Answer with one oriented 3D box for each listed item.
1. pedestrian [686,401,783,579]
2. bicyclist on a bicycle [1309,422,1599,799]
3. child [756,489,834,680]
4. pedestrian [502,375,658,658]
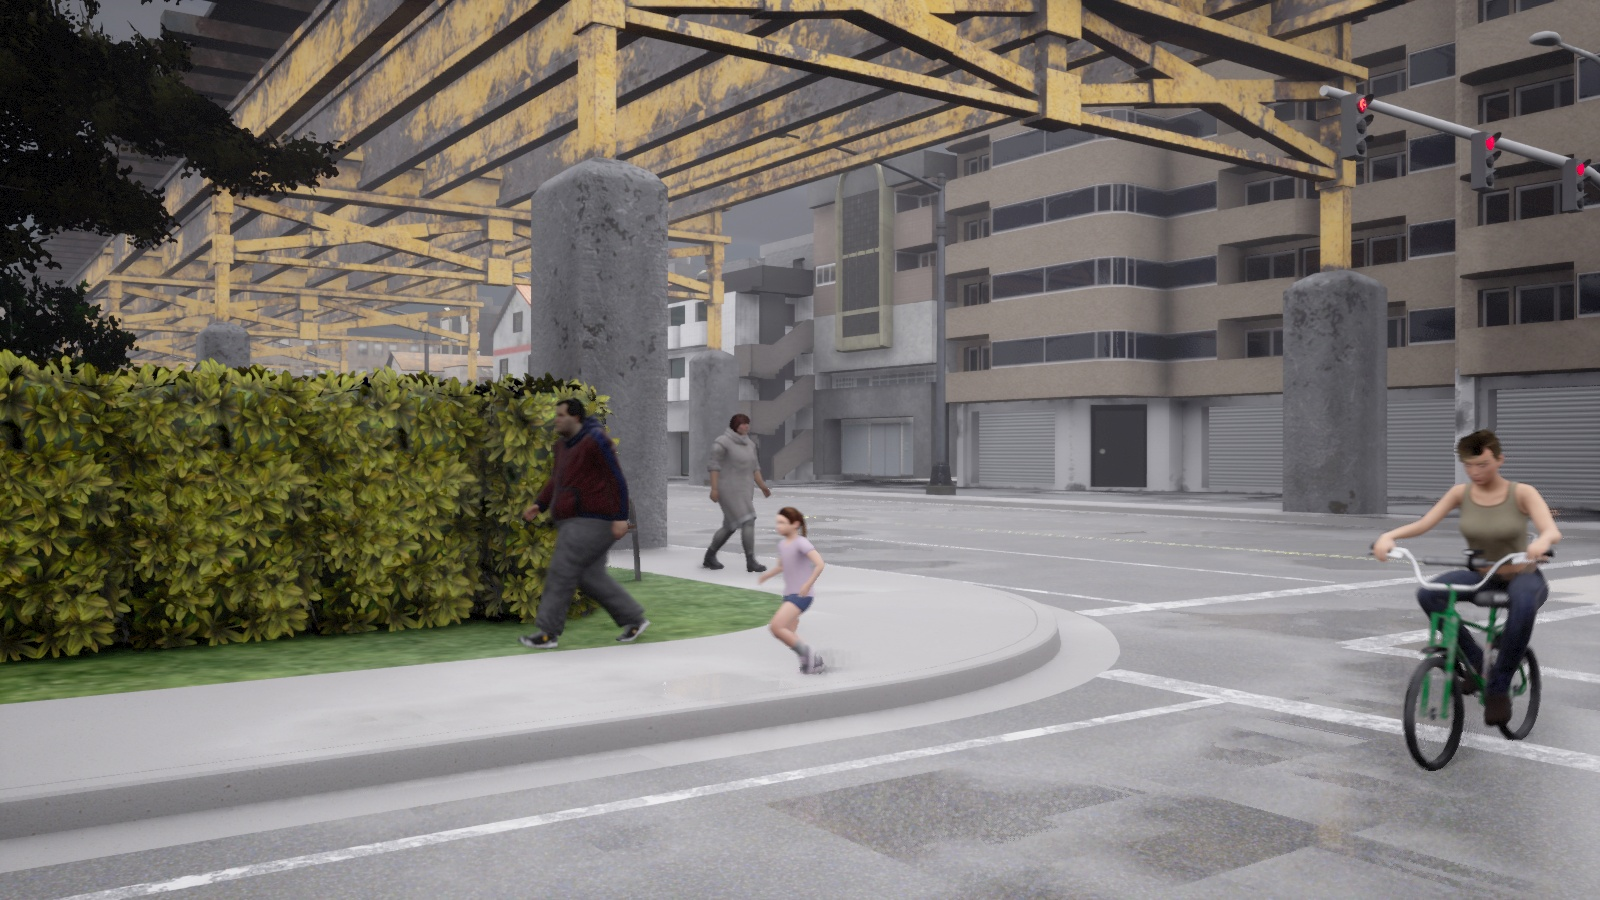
[{"bbox_3d":[-0.744,0.440,14.301,0.873,1.952,0.659,0,0,34],"label":"pedestrian"},{"bbox_3d":[3.316,0.689,6.190,1.509,1.612,0.866,0,-1,-39],"label":"bicyclist on a bicycle"},{"bbox_3d":[-0.033,0.799,7.586,0.394,1.110,0.255,0,0,-29],"label":"child"},{"bbox_3d":[-1.526,0.434,8.690,0.899,1.844,0.634,0,0,-30],"label":"pedestrian"}]
